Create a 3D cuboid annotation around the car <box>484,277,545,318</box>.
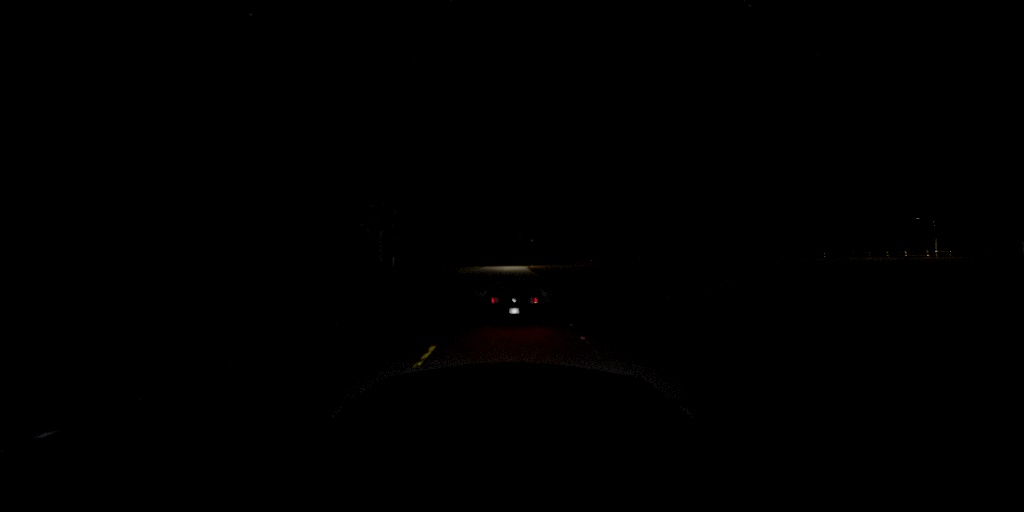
[{"bbox_3d":[0.083,1.399,13.198,1.895,1.301,4.718,0,0,0],"label":"car"}]
